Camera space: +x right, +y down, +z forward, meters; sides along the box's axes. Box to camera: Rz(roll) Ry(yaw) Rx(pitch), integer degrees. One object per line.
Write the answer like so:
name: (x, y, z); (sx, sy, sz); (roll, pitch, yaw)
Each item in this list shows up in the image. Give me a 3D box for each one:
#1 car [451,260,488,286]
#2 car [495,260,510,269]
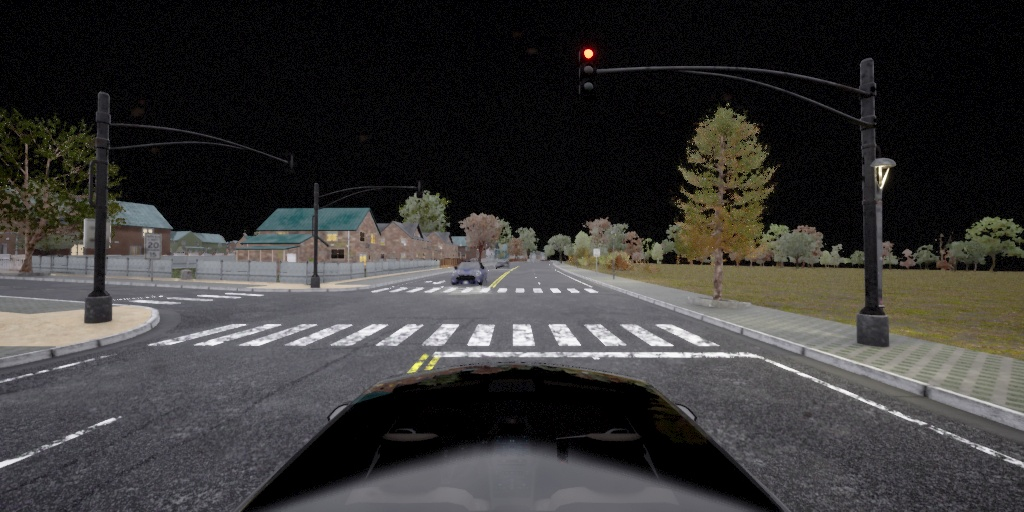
car: (-2.898, 1.119, 25.137); (2.097, 1.767, 4.553); (0, 0, 2)
car: (-1.452, 1.389, 57.206); (1.994, 1.385, 4.181); (0, 0, 4)
